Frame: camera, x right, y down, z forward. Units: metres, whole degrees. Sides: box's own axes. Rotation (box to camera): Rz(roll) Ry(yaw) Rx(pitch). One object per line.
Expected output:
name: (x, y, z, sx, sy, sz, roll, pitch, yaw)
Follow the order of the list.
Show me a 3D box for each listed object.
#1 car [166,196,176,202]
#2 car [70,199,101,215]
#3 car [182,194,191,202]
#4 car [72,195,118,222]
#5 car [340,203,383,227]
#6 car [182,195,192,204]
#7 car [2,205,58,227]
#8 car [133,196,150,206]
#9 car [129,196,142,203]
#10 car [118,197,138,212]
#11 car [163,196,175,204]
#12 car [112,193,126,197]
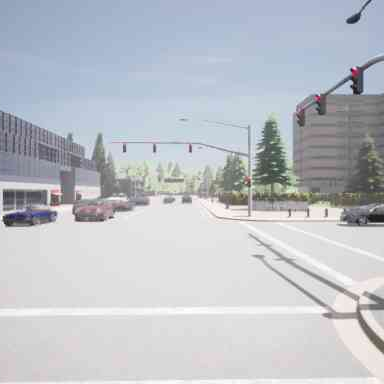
car: (-4.723, 1.509, 75.330, 1.895, 1.301, 4.718, 0, 0, -1)
car: (-11.266, 1.504, 35.459, 1.837, 1.490, 4.892, 0, 0, -1)
car: (-1.217, 1.355, 75.084, 2.097, 1.767, 4.553, 0, 0, -1)
car: (-7.588, 1.351, 26.162, 2.097, 1.767, 4.553, 0, 0, -1)
car: (12.501, 1.492, 22.300, 4.902, 1.511, 2.128, 0, 0, -1)
car: (-0.980, 1.505, 65.018, 1.837, 1.490, 4.892, 0, 0, -1)
car: (-11.024, 1.601, 22.979, 1.895, 1.301, 4.718, 0, 0, -1)
car: (-8.020, 1.478, 54.450, 1.882, 1.535, 5.008, 0, 0, -1)
car: (-11.628, 1.564, 68.103, 1.994, 1.385, 4.181, 0, 0, -1)
car: (-7.811, 1.565, 38.470, 1.994, 1.385, 4.181, 0, 0, -1)
car: (-4.577, 1.547, 64.694, 2.033, 1.411, 5.357, 0, 0, -1)
car: (-11.486, 1.225, 51.764, 2.150, 2.045, 5.566, 0, 0, -1)
